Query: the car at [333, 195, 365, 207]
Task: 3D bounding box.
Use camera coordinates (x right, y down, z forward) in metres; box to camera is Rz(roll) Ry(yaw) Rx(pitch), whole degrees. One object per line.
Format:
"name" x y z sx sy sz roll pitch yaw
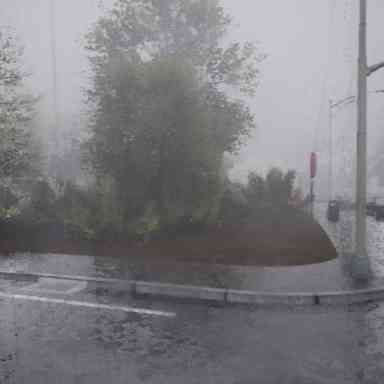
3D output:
"car" 20.020 1.110 42.689 1.895 1.301 4.718 0 0 1

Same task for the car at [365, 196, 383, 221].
"car" 12.974 1.053 22.574 1.882 1.535 5.008 0 0 14

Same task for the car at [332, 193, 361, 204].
"car" 23.687 0.962 51.206 2.128 1.511 4.902 0 0 -2

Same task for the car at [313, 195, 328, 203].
"car" 20.138 1.083 52.568 1.895 1.301 4.718 0 0 -5

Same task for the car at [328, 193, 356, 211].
"car" 15.145 1.043 32.659 1.837 1.490 4.892 0 0 10
